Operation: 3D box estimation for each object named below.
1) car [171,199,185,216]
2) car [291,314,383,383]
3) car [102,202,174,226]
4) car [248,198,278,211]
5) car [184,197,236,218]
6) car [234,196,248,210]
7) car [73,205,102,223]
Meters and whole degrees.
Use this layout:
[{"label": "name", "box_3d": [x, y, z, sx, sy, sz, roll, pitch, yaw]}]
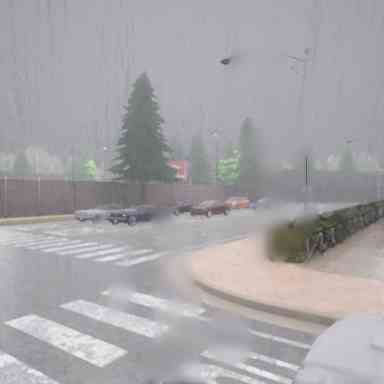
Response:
[{"label": "car", "box_3d": [-1.186, 1.478, 32.737, 2.128, 1.511, 4.902, 0, 0, 36]}, {"label": "car", "box_3d": [3.009, 1.602, 1.898, 4.718, 1.301, 1.895, 0, 0, 37]}, {"label": "car", "box_3d": [-3.657, 1.589, 23.364, 1.895, 1.301, 4.718, 0, 0, 36]}, {"label": "car", "box_3d": [9.031, 1.514, 40.759, 1.812, 1.442, 4.674, 0, 0, 37]}, {"label": "car", "box_3d": [1.763, 1.466, 30.845, 1.882, 1.535, 5.008, 0, 0, 36]}, {"label": "car", "box_3d": [5.491, 1.339, 41.843, 2.097, 1.767, 4.553, 0, 0, 37]}, {"label": "car", "box_3d": [-6.546, 1.587, 25.344, 1.895, 1.301, 4.718, 0, 0, 36]}]
